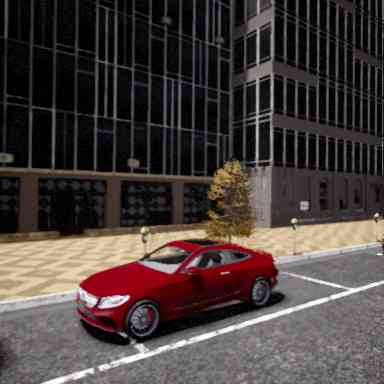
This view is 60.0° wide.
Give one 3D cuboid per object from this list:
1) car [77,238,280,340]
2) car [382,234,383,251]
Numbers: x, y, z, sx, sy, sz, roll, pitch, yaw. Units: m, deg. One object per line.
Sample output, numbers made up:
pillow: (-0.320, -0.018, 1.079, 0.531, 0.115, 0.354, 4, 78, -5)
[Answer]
car: (-0.047, 1.618, 6.521, 4.206, 1.307, 1.802, 1, 0, -35)
car: (9.227, 1.693, 13.124, 4.507, 1.381, 1.887, 1, 0, -35)
